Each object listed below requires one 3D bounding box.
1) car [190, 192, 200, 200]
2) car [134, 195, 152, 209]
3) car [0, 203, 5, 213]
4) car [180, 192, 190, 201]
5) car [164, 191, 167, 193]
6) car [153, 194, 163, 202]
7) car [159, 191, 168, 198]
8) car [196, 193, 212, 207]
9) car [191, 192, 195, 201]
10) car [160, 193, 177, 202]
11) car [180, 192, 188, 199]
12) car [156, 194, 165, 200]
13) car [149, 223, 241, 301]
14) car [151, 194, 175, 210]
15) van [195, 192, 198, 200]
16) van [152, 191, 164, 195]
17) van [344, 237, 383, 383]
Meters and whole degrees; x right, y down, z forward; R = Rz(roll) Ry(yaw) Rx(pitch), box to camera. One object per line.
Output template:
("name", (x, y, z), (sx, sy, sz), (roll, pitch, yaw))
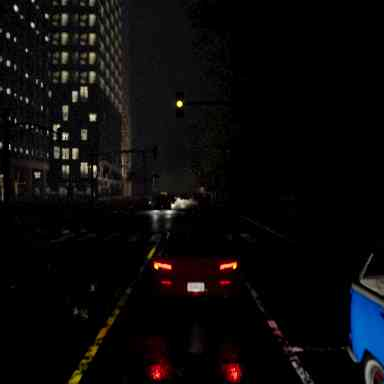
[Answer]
("car", (0.713, 0.863, 78.967), (2.192, 1.841, 5.009), (0, 0, -3))
("car", (-5.846, 1.333, 39.792), (2.008, 1.369, 4.403), (0, 0, -1))
("car", (-18.230, 1.229, 28.527), (4.206, 1.307, 1.802), (1, 0, 3))
("car", (-1.505, 1.187, 70.639), (1.895, 1.301, 4.718), (0, 0, -2))
("car", (-4.109, 0.980, 65.992), (2.097, 1.767, 4.553), (0, 0, -2))
("car", (-6.849, 1.164, 67.505), (1.887, 1.381, 4.507), (0, 0, -2))
("car", (-8.108, 0.760, 95.215), (2.192, 1.841, 5.009), (0, 0, -3))
("car", (1.883, 1.272, 45.885), (1.752, 1.417, 4.829), (0, 0, -2))
("car", (1.161, 1.141, 68.050), (1.752, 1.417, 4.829), (0, 0, -2))
("car", (-3.685, 1.275, 51.677), (1.994, 1.385, 4.181), (0, 1, -1))
("car", (-1.928, 0.848, 80.612), (1.882, 1.535, 5.008), (0, 0, -3))
("car", (-7.303, 1.095, 78.591), (1.887, 1.381, 4.507), (0, 0, -2))
("car", (0.051, 1.482, 8.105), (1.812, 1.442, 4.674), (0, 0, 0))
("car", (-3.361, 1.289, 39.056), (1.837, 1.490, 4.892), (0, 1, -1))
("van", (1.731, 1.057, 51.256), (1.690, 1.788, 3.998), (0, 0, -2))
("van", (-6.646, 0.994, 61.961), (1.690, 1.788, 3.998), (0, 0, -2))
("van", (2.557, 1.329, 2.169), (1.690, 1.788, 3.998), (0, 0, 0))
